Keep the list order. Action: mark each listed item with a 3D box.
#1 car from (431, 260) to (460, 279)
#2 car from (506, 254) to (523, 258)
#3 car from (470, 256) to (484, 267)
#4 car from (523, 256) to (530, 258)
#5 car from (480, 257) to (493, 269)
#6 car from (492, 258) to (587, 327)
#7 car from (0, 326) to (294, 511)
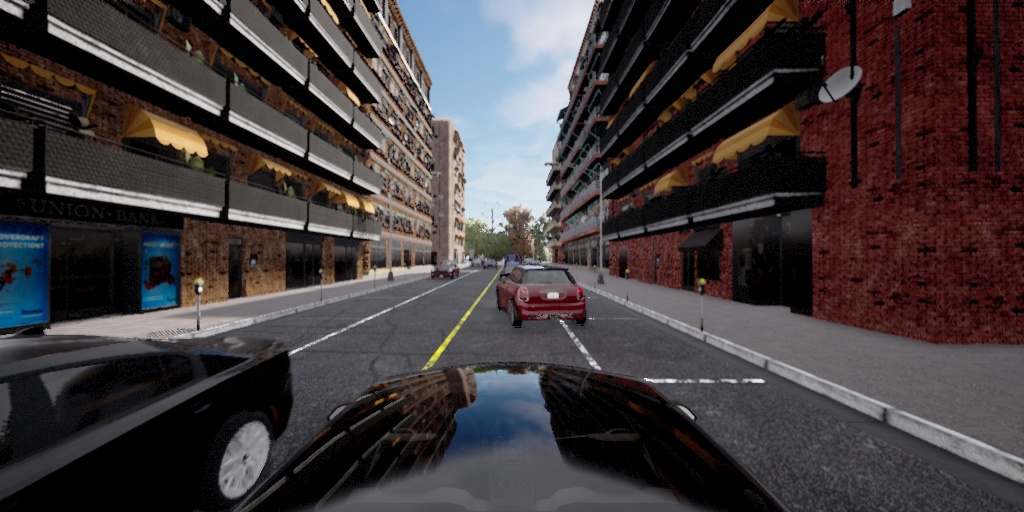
[{"bbox_3d":[-5.707,1.092,30.939,1.967,1.591,4.097,0,0,0],"label":"car"},{"bbox_3d":[0.090,0.814,49.031,2.150,2.045,5.566,0,0,0],"label":"car"},{"bbox_3d":[-5.817,1.113,58.780,2.007,1.370,4.403,0,0,0],"label":"car"},{"bbox_3d":[2.830,1.106,53.349,1.751,1.417,4.829,0,0,0],"label":"car"},{"bbox_3d":[-3.016,1.153,50.649,1.994,1.385,4.181,0,0,0],"label":"car"},{"bbox_3d":[0.740,1.068,11.608,2.097,1.767,4.553,0,0,-9],"label":"car"},{"bbox_3d":[-3.101,1.228,1.488,1.882,1.535,5.008,0,0,0],"label":"car"}]
